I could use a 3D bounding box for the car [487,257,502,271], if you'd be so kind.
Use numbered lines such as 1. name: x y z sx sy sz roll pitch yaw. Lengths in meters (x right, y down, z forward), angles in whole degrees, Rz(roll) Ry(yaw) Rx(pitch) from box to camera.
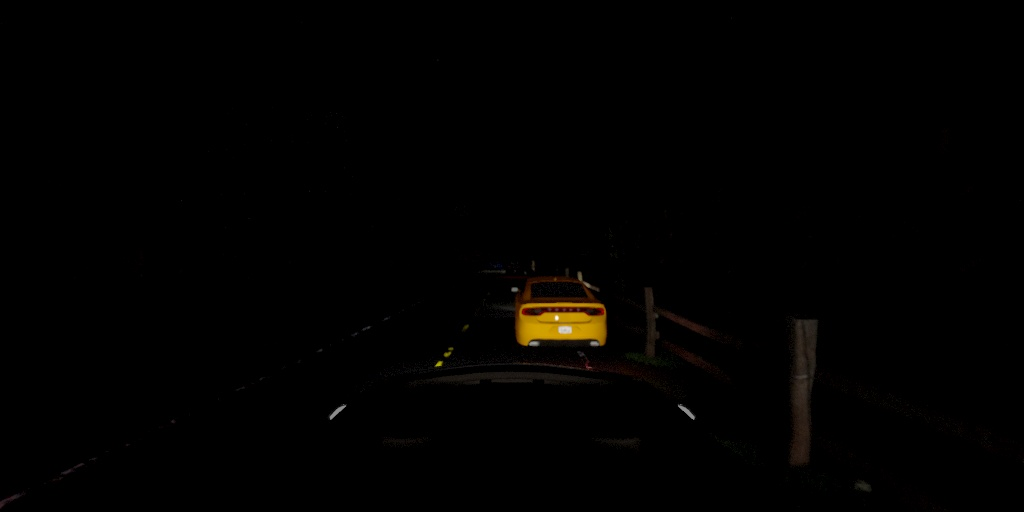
1. car: -2.426 1.101 53.874 2.150 2.045 5.566 0 0 0

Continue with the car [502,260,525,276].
1. car: 0.318 1.342 38.216 2.128 1.511 4.902 0 0 0

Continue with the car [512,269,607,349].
1. car: 1.018 1.252 9.240 1.882 1.535 5.008 0 0 0
